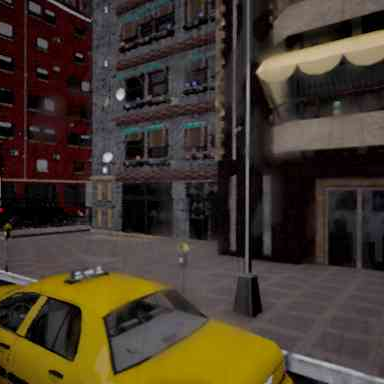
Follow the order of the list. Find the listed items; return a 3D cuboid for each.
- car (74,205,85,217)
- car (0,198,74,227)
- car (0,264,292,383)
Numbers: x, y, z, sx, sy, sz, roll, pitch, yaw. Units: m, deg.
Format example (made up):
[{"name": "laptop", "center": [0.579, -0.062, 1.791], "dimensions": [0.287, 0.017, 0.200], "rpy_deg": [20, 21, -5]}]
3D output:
[{"name": "car", "center": [-13.011, 1.885, 33.776], "dimensions": [1.887, 1.381, 4.507], "rpy_deg": [-1, -2, 35]}, {"name": "car", "center": [-12.256, 1.471, 25.105], "dimensions": [2.150, 2.045, 5.566], "rpy_deg": [0, -1, 38]}, {"name": "car", "center": [-1.379, 1.521, 3.854], "dimensions": [4.829, 1.417, 1.752], "rpy_deg": [0, 0, 35]}]
